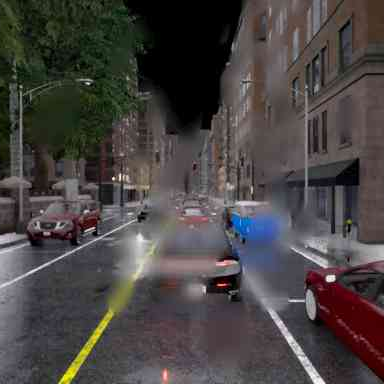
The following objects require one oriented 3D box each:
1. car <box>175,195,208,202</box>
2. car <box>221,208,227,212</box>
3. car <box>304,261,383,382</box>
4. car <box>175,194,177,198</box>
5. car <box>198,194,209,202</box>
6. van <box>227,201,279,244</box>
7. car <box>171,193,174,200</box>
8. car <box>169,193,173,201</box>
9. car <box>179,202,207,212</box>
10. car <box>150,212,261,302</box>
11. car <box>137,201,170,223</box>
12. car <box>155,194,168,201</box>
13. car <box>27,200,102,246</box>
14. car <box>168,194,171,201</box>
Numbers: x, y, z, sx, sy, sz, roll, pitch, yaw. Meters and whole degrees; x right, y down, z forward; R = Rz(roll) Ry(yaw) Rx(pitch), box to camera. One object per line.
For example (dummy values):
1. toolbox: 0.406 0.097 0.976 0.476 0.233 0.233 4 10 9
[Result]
1. car: 0.040 1.338 27.465 2.097 1.767 4.553 0 0 2
2. car: 2.850 1.557 21.217 1.947 1.339 4.313 0 0 0
3. car: 2.854 1.544 4.236 1.887 1.381 4.507 0 0 0
4. car: -5.695 1.496 86.457 2.008 1.369 4.403 0 0 0
5. car: 2.833 1.386 75.594 1.967 1.590 4.097 0 0 0
6. van: 2.851 1.336 15.557 1.690 1.788 3.998 0 0 0
7. car: -5.692 1.491 75.555 1.887 1.381 4.507 0 0 0
8. car: -5.690 1.493 70.105 1.887 1.381 4.507 0 0 0
9. car: 0.098 1.519 18.507 1.812 1.442 4.674 0 0 0
10. car: 0.098 1.490 8.245 2.128 1.511 4.902 0 0 0
11. car: -3.010 1.588 25.668 1.895 1.301 4.718 0 0 0
12. car: -5.687 1.480 59.033 1.752 1.417 4.829 0 0 0
13. car: -5.674 1.310 15.514 2.192 1.841 5.009 0 0 0
14. car: -5.688 1.502 64.653 2.008 1.369 4.403 0 0 0
